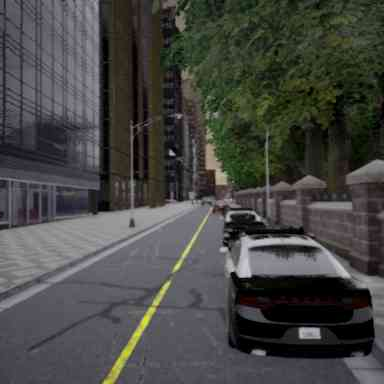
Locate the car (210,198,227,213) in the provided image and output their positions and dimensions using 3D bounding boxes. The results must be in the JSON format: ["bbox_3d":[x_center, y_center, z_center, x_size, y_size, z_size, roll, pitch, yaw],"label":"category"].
[{"bbox_3d":[3.819,1.815,44.018,2.097,1.767,4.553,-1,-1,5],"label":"car"}]

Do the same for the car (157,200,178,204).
[{"bbox_3d":[-6.963,2.771,91.712,4.403,1.369,2.008,-1,-2,5],"label":"car"}]

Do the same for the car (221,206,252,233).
[{"bbox_3d":[2.895,1.739,22.310,1.812,1.442,4.674,-1,-1,5],"label":"car"}]

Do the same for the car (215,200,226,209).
[{"bbox_3d":[4.981,2.155,58.502,1.812,1.442,4.674,-1,-1,5],"label":"car"}]

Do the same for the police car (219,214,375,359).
[{"bbox_3d":[1.585,1.475,6.472,1.930,1.638,5.238,-1,-1,5],"label":"police car"}]

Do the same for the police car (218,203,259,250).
[{"bbox_3d":[2.408,1.577,16.440,1.930,1.638,5.238,-1,-1,5],"label":"police car"}]

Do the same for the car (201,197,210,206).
[{"bbox_3d":[3.208,2.082,73.550,2.150,2.045,5.566,-1,-1,5],"label":"car"}]
